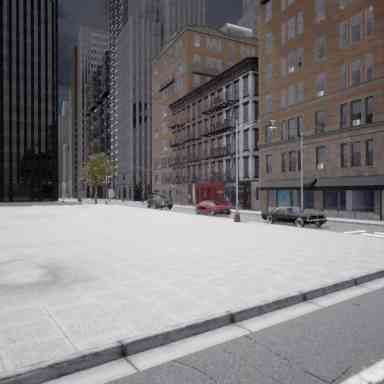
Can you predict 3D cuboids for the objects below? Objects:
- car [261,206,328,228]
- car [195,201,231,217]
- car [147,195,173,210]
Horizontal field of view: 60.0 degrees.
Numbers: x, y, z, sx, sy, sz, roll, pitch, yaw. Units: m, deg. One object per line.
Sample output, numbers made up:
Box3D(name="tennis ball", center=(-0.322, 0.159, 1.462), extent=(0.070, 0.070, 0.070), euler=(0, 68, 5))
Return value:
Box3D(name="car", center=(6.993, 1.676, 23.115), extent=(1.895, 1.301, 4.718), euler=(0, 0, -26))
Box3D(name="car", center=(2.010, 1.612, 33.234), extent=(1.882, 1.535, 5.008), euler=(0, 0, -26))
Box3D(name="car", center=(-4.585, 1.440, 46.691), extent=(2.150, 2.045, 5.566), euler=(0, 0, -26))
